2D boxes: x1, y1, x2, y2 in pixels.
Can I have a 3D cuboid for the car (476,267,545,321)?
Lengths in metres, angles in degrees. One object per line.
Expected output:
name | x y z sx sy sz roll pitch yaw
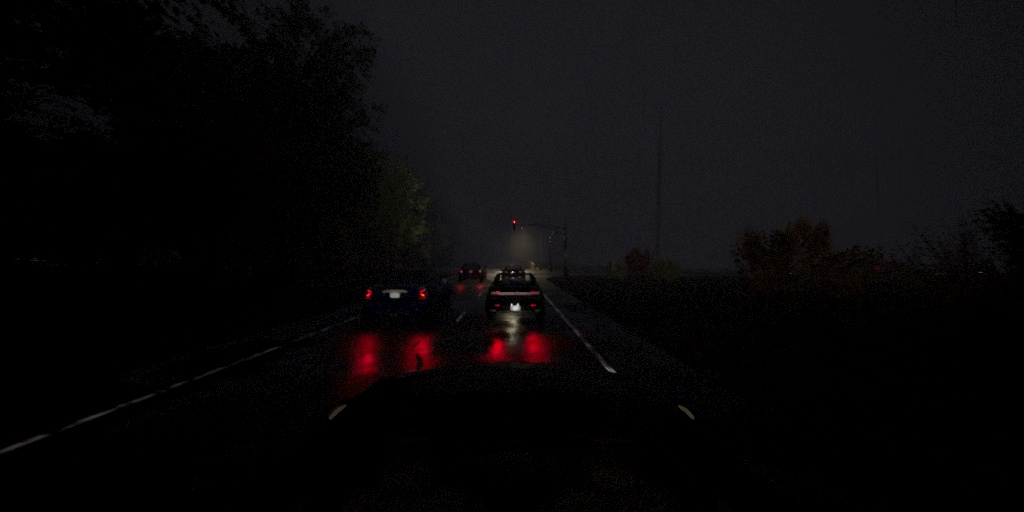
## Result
car | 0.100 1.324 12.844 2.128 1.511 4.902 0 -1 0

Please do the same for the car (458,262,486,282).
car | -3.399 1.324 31.608 2.097 1.767 4.553 0 0 0

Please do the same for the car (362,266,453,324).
car | -3.400 1.182 12.524 2.097 1.767 4.553 0 -1 0

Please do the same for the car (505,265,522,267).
car | 0.104 1.443 28.688 2.128 1.511 4.902 0 0 0
